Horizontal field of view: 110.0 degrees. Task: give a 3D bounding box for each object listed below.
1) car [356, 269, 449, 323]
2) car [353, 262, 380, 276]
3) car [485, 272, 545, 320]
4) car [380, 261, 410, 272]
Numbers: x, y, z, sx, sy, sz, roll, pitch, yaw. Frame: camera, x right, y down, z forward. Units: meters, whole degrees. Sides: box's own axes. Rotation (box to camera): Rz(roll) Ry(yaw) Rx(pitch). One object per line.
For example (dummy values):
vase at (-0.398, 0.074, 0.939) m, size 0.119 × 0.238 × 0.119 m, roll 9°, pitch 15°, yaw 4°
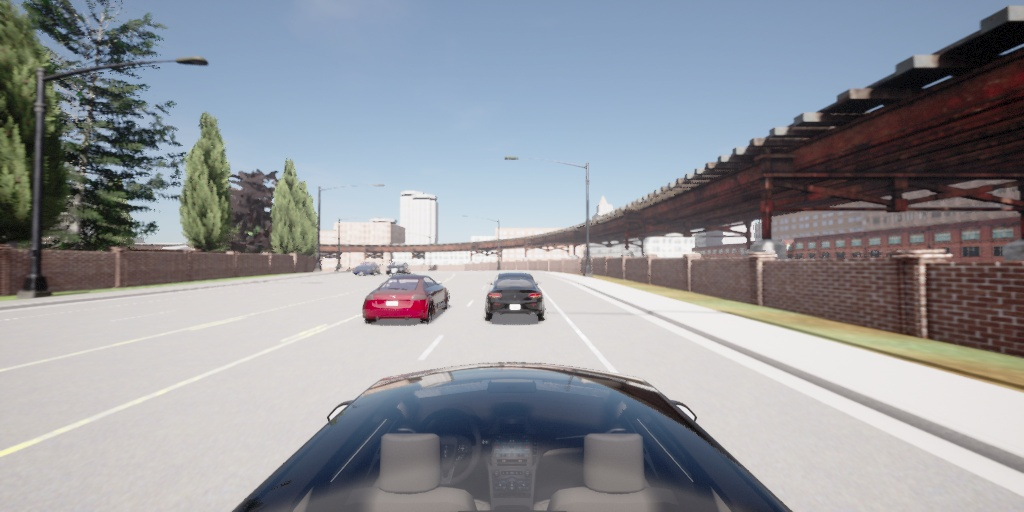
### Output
car at (-3.403, 1.319, 12.182) m, size 1.994 × 1.385 × 4.181 m, roll 0°, pitch 0°, yaw 0°
car at (-15.232, 1.339, 38.022) m, size 2.033 × 1.411 × 5.357 m, roll 0°, pitch -1°, yaw -8°
car at (0.083, 1.281, 12.478) m, size 1.812 × 1.442 × 4.674 m, roll 0°, pitch 0°, yaw 0°
car at (-11.576, 1.274, 36.666) m, size 2.128 × 1.511 × 4.902 m, roll 0°, pitch -1°, yaw -8°
